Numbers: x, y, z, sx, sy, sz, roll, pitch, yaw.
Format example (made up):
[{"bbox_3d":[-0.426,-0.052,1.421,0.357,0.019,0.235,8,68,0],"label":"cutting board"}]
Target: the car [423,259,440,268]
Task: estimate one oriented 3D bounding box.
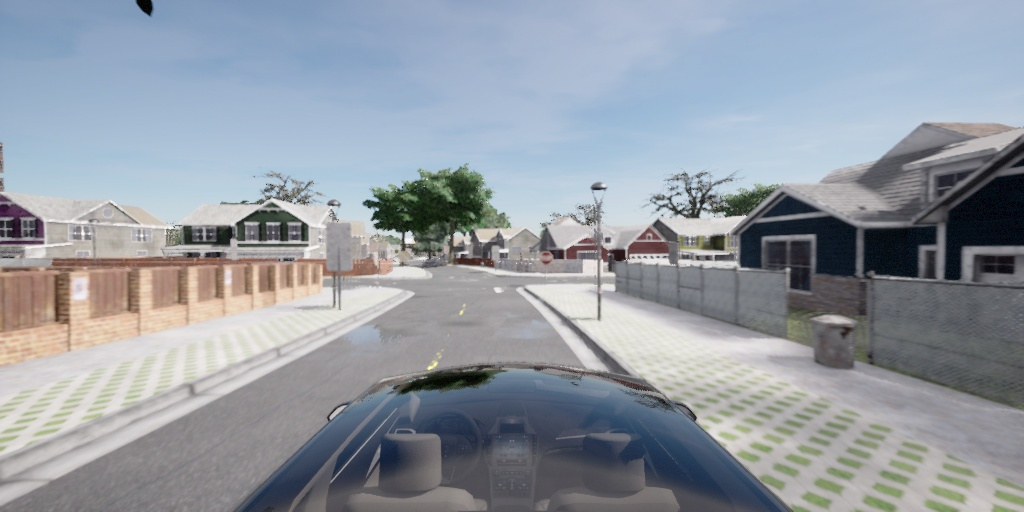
[{"bbox_3d":[-13.907,1.370,60.363,1.994,1.385,4.181,-1,0,-20],"label":"car"}]
